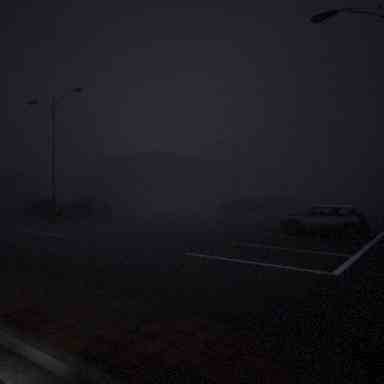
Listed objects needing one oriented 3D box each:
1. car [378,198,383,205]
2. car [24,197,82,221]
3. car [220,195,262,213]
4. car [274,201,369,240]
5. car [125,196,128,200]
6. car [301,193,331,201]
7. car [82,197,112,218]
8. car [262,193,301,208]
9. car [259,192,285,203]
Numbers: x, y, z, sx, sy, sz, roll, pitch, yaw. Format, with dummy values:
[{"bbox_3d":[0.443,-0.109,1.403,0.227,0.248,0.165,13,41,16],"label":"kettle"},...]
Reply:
[{"bbox_3d":[30.401,1.263,49.607,4.514,1.523,2.007,0,0,36],"label":"car"},{"bbox_3d":[-10.547,1.216,24.500,4.514,1.523,2.007,0,0,36],"label":"car"},{"bbox_3d":[4.423,1.233,32.147,3.633,1.501,1.845,0,0,36],"label":"car"},{"bbox_3d":[6.272,1.359,15.985,3.806,1.475,1.970,0,0,36],"label":"car"},{"bbox_3d":[-13.407,1.171,77.571,2.242,1.667,4.611,0,0,36],"label":"car"},{"bbox_3d":[18.223,1.011,49.870,4.605,1.855,1.932,0,0,36],"label":"car"},{"bbox_3d":[-8.746,1.206,27.069,5.027,1.636,2.152,0,0,36],"label":"car"},{"bbox_3d":[10.328,1.210,40.209,4.514,1.523,2.007,0,0,36],"label":"car"},{"bbox_3d":[13.787,0.948,57.152,3.866,1.878,1.905,0,0,36],"label":"car"}]
